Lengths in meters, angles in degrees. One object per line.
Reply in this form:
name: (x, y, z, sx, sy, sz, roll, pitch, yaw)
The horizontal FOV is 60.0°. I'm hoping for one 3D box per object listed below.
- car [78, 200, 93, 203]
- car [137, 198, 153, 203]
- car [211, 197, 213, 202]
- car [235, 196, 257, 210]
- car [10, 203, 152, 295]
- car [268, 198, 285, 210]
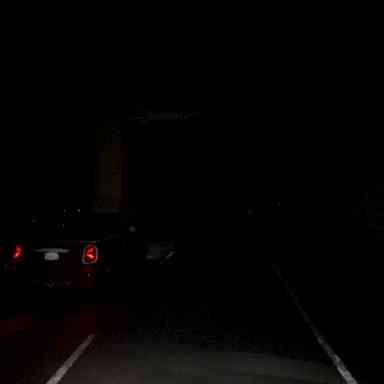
car: (-9.135, 1.478, 28.889, 1.812, 1.442, 4.674, 0, 0, 18)
car: (-4.864, 1.309, 30.645, 2.097, 1.767, 4.553, 0, 0, 19)
car: (4.805, 1.535, 67.206, 1.895, 1.301, 4.718, 0, 0, 20)
car: (6.907, 1.320, 42.028, 2.097, 1.767, 4.553, 0, 0, 20)
car: (-2.649, 1.337, 8.923, 2.097, 1.767, 4.553, 0, 0, 6)
car: (10.960, 1.517, 42.949, 2.033, 1.411, 5.357, 0, 0, 20)
